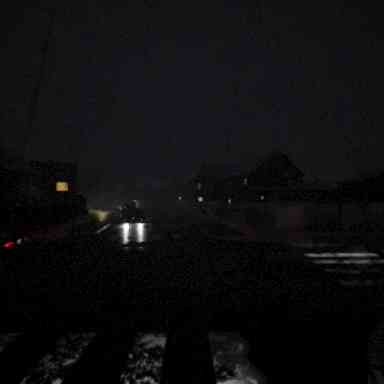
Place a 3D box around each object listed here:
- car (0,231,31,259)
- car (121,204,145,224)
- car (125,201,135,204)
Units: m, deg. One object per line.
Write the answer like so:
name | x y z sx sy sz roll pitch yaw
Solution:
car | -8.686 1.877 11.693 5.357 1.411 2.033 -1 1 -5
car | -5.187 2.035 29.625 1.994 1.385 4.181 0 -1 -9
car | -9.174 2.171 49.447 2.097 1.767 4.553 0 -1 -14
